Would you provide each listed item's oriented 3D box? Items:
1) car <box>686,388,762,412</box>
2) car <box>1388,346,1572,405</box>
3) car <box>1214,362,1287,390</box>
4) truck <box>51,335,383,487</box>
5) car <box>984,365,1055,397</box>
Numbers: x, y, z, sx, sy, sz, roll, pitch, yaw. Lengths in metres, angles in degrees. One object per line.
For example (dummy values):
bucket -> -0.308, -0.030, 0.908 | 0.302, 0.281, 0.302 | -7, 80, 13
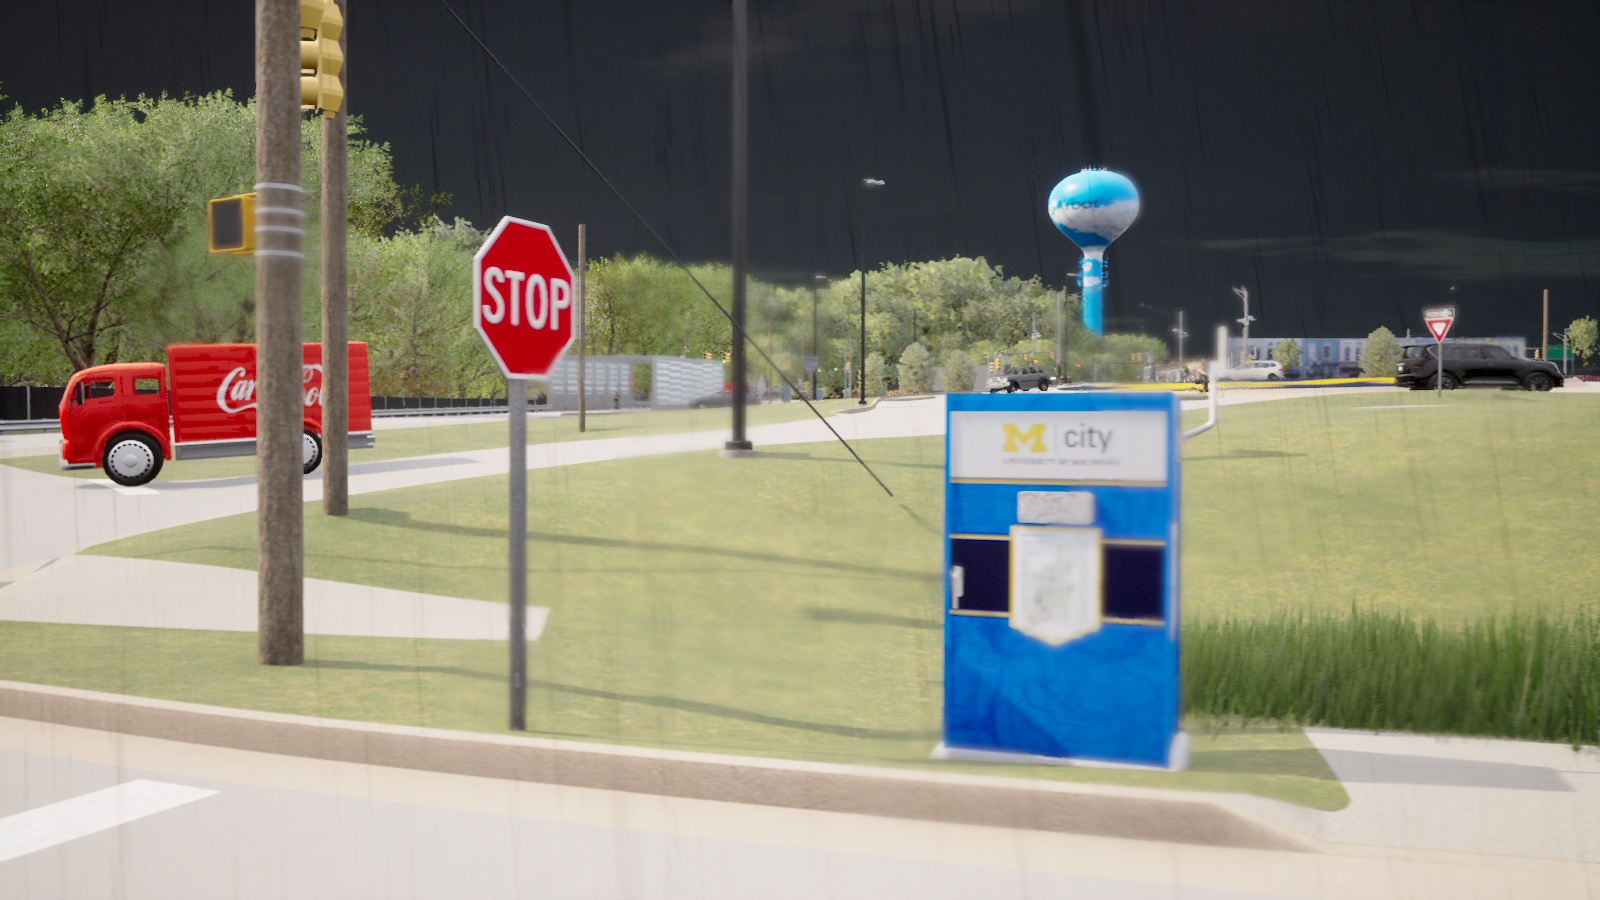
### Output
car -> -5.129, -3.387, 85.442 | 4.902, 1.511, 2.128 | -1, 1, 4
car -> 25.098, -2.742, 46.532 | 5.566, 2.045, 2.150 | 1, 1, 7
car -> 30.928, -5.090, 86.364 | 4.611, 1.667, 2.242 | -1, 1, 18
truck -> -10.755, -0.784, 23.458 | 5.204, 2.467, 2.627 | -4, 3, -26
car -> 14.567, -4.578, 83.223 | 4.605, 1.855, 1.932 | -6, 5, -35
